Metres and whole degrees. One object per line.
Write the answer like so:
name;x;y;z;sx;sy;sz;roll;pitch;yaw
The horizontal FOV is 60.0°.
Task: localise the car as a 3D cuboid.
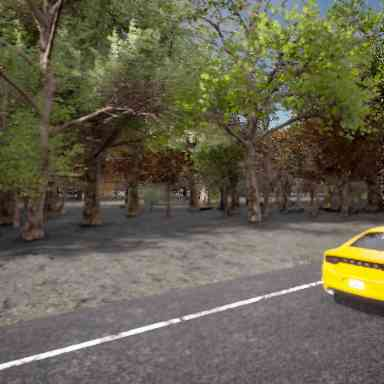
car;4.951;1.488;7.328;5.008;1.535;1.882;0;0;-35
